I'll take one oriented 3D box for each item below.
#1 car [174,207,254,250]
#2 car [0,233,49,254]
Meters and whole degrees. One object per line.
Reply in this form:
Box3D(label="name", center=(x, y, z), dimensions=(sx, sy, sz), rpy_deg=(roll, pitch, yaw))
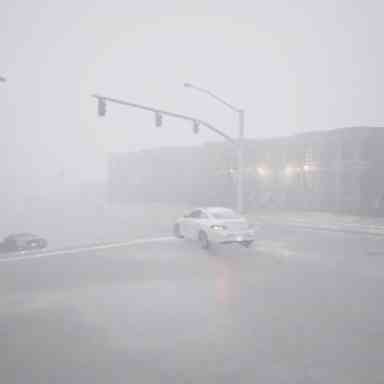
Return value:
Box3D(label="car", center=(0.761, 1.323, 13.306), dimensions=(1.812, 1.442, 4.674), rpy_deg=(0, 0, -21))
Box3D(label="car", center=(-10.536, 3.254, 20.483), dimensions=(4.181, 1.385, 1.994), rpy_deg=(-16, -10, 42))
